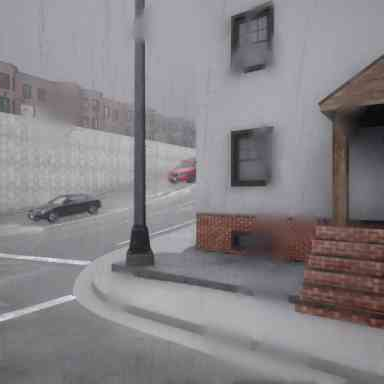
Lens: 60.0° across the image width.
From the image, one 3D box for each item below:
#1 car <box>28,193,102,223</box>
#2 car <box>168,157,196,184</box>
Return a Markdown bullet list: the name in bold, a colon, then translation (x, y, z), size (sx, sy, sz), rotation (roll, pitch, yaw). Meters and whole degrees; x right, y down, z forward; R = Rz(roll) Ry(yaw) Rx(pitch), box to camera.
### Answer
- **car**: translation (-7.849, 0.873, 20.868), size (1.812, 1.442, 4.674), rotation (0, 7, 35)
- **car**: translation (-0.062, -2.158, 32.003), size (2.150, 2.045, 5.566), rotation (0, 14, 35)
